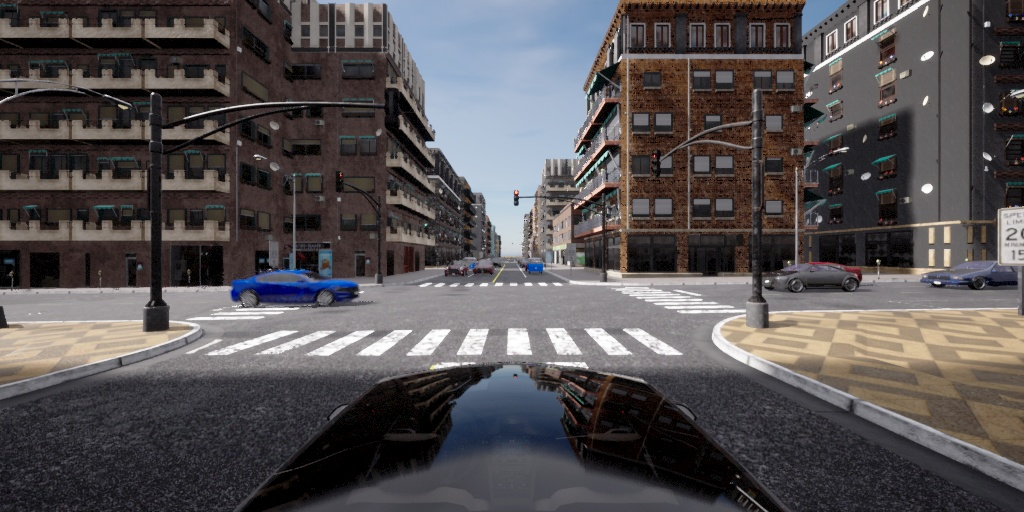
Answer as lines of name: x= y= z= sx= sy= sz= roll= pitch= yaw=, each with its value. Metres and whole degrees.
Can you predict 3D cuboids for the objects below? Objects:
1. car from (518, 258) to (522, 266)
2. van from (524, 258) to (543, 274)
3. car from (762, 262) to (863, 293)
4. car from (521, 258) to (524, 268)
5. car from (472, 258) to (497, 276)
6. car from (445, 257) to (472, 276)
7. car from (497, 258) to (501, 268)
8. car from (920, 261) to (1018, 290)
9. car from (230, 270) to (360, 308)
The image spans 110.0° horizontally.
car: x=2.450 y=1.301 z=58.200 sx=1.948 sy=1.339 sz=4.313 roll=0 pitch=0 yaw=0
van: x=2.614 y=1.081 z=40.834 sx=1.690 sy=1.789 sz=3.998 roll=0 pitch=0 yaw=0
car: x=15.026 y=1.088 z=18.310 sx=4.181 sy=1.385 sz=1.994 roll=-1 pitch=0 yaw=0
car: x=2.565 y=1.283 z=47.038 sx=1.888 sy=1.381 sz=4.507 roll=0 pitch=0 yaw=0
car: x=-2.925 y=1.219 z=37.887 sx=1.882 sy=1.535 sz=5.008 roll=0 pitch=0 yaw=0
car: x=-5.515 y=1.182 z=35.857 sx=1.967 sy=1.591 sz=4.097 roll=0 pitch=0 yaw=0
car: x=-2.927 y=1.084 z=61.526 sx=2.097 sy=1.767 sz=4.553 roll=0 pitch=0 yaw=0
car: x=24.394 y=0.943 z=18.336 sx=5.357 sy=1.411 sz=2.033 roll=-1 pitch=0 yaw=0
car: x=-9.188 y=1.344 z=15.403 sx=5.008 sy=1.535 sz=1.882 roll=-1 pitch=0 yaw=0
